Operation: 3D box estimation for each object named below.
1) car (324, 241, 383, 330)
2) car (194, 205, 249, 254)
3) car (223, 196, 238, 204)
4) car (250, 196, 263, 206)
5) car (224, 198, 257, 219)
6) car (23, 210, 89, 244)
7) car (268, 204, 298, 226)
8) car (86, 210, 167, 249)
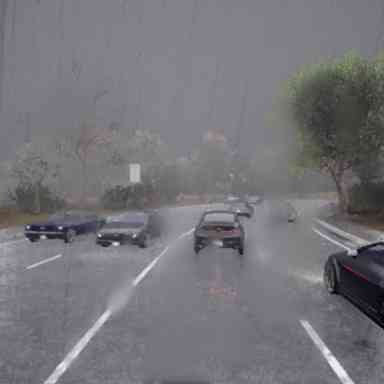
[{"bbox_3d":[3.940,1.567,6.005,1.994,1.385,4.181,0,0,4],"label":"car"},{"bbox_3d":[1.159,1.487,13.555,1.837,1.490,4.892,0,0,7],"label":"car"},{"bbox_3d":[6.735,1.449,54.955,1.812,1.442,4.674,0,0,28],"label":"car"},{"bbox_3d":[10.136,1.451,53.918,1.837,1.490,4.892,0,0,28],"label":"car"},{"bbox_3d":[4.385,1.532,29.444,1.994,1.385,4.181,0,0,15],"label":"car"},{"bbox_3d":[-5.812,1.552,15.842,1.895,1.301,4.718,0,0,8],"label":"car"},{"bbox_3d":[6.459,1.536,23.626,2.033,1.411,5.357,0,0,13],"label":"car"},{"bbox_3d":[-2.454,1.513,14.826,2.033,1.411,5.357,0,0,8],"label":"car"}]
